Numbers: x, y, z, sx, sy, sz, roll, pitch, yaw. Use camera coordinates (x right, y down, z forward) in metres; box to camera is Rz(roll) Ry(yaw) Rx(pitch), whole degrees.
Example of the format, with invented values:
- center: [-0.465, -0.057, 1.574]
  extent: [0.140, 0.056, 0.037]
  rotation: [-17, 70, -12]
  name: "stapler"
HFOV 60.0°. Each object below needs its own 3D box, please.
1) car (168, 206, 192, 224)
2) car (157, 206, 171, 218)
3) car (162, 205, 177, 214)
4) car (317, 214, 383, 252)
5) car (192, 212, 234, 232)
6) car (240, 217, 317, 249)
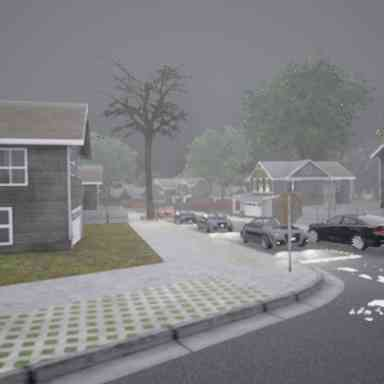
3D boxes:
- center: [-0.807, 2.611, 35.844]
  extent: [2.033, 1.411, 5.357]
  rotation: [-1, -2, -14]
  name: "car"
- center: [-3.707, 2.768, 47.766]
  extent: [2.097, 1.767, 4.553]
  rotation: [-1, -1, -13]
  name: "car"
- center: [-4.230, 3.245, 61.598]
  extent: [1.812, 1.442, 4.674]
  rotation: [-1, -1, -15]
  name: "car"
- center: [7.463, 1.752, 15.549]
  extent: [1.882, 1.535, 5.008]
  rotation: [-1, -2, -15]
  name: "car"
- center: [1.692, 2.289, 25.732]
  extent: [1.994, 1.385, 4.181]
  rotation: [-1, -2, -14]
  name: "car"
- center: [3.983, 1.967, 16.686]
  extent: [1.994, 1.385, 4.181]
  rotation: [-1, -2, -15]
  name: "car"
